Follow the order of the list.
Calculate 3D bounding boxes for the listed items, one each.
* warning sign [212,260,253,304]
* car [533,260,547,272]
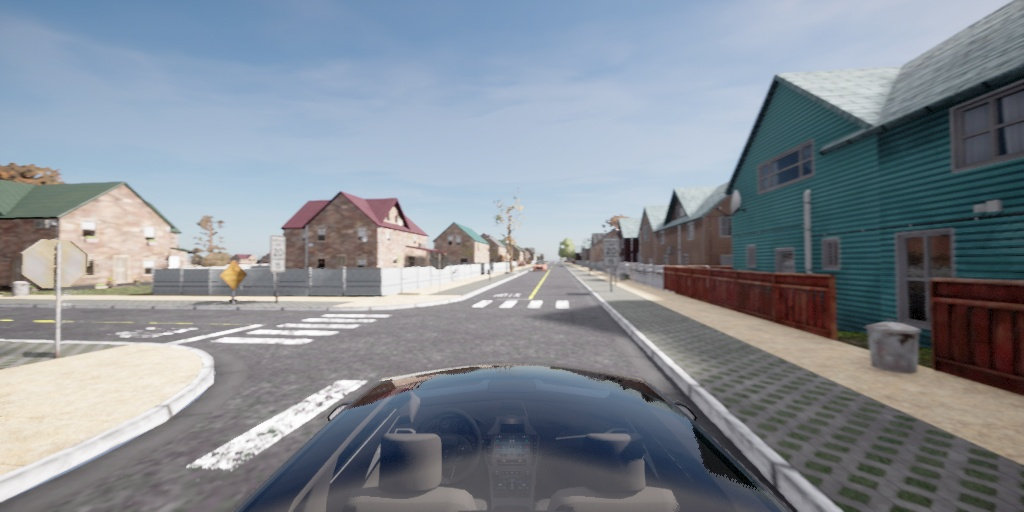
[{"bbox_3d":[-12.118,1.115,15.570,1.060,1.860,1.300,0,0,7],"label":"warning sign"},{"bbox_3d":[4.521,1.600,57.717,2.097,1.767,4.553,0,0,7],"label":"car"}]
